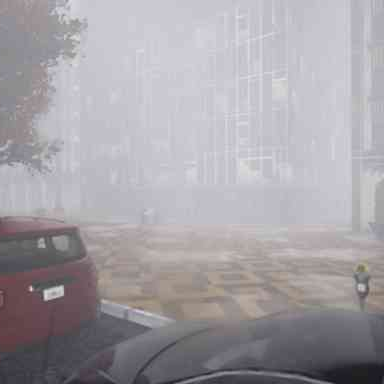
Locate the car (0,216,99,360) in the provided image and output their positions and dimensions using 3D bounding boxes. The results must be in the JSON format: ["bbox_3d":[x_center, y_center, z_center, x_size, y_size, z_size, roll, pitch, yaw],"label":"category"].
[{"bbox_3d":[-3.641,1.334,5.486,5.009,1.841,2.192,0,0,36],"label":"car"}]

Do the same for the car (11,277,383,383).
[{"bbox_3d":[0.851,1.568,2.271,4.313,1.339,1.947,0,0,36],"label":"car"}]
